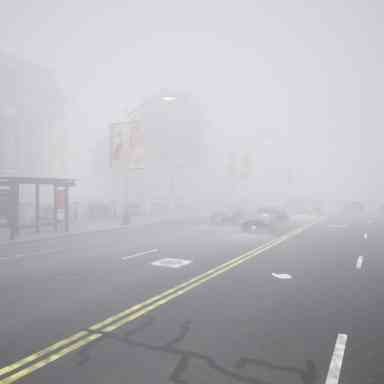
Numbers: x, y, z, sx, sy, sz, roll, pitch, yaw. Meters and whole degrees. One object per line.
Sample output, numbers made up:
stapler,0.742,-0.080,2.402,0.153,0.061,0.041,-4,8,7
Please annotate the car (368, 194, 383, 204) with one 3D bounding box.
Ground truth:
car,32.864,1.595,61.168,4.718,1.301,1.895,0,0,-37

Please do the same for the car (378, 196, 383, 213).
car,21.561,1.525,36.186,1.812,1.442,4.674,0,0,29

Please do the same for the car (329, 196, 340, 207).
car,21.689,1.600,50.050,1.895,1.301,4.718,0,0,37

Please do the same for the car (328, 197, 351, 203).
car,29.763,1.594,67.156,4.718,1.301,1.895,0,0,-31

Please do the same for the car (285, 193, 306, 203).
car,13.954,1.221,44.303,2.150,2.045,5.566,0,0,30

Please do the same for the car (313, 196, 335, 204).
car,25.302,1.520,63.559,4.674,1.452,2.002,0,0,-41

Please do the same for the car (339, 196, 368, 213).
car,17.889,1.491,36.713,2.128,1.511,4.902,0,0,29

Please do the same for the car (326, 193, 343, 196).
car,25.105,1.220,59.157,5.566,2.045,2.150,0,0,-43

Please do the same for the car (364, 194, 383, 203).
car,37.823,1.336,68.281,4.553,1.767,2.097,0,0,-28

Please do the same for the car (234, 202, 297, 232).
car,4.644,1.547,20.402,2.033,1.411,5.357,0,0,29

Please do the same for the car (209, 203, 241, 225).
car,2.933,1.525,24.538,1.812,1.442,4.674,0,0,29

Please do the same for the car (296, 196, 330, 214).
car,13.020,1.491,35.500,2.128,1.511,4.902,0,0,29
